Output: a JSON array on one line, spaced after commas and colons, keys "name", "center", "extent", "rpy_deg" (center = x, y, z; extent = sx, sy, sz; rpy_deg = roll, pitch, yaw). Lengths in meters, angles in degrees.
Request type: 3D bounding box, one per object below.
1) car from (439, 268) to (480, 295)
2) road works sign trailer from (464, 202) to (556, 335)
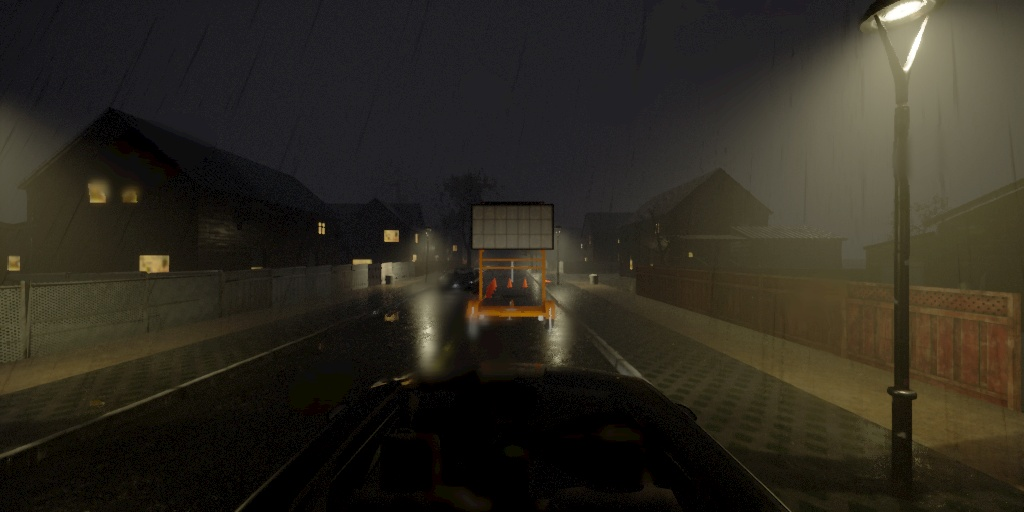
[{"name": "car", "center": [-2.727, 1.341, 19.781], "extent": [1.994, 1.385, 4.181], "rpy_deg": [0, 0, 0]}, {"name": "road works sign trailer", "center": [0.012, 0.220, 10.535], "extent": [2.380, 3.560, 2.880], "rpy_deg": [0, 0, 0]}]
